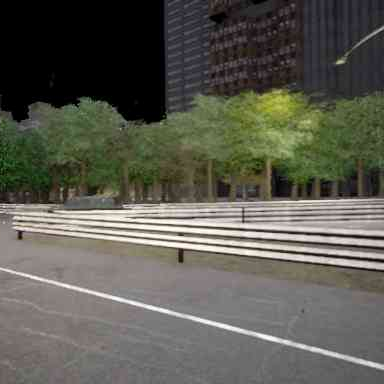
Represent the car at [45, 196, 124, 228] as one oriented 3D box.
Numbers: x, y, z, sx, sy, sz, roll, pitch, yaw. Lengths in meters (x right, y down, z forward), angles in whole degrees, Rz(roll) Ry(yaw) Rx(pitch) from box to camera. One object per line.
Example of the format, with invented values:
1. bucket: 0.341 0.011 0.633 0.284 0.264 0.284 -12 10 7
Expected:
1. car: -7.503 1.333 23.140 5.566 2.045 2.150 -1 0 15
